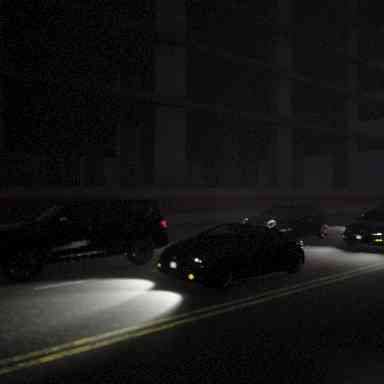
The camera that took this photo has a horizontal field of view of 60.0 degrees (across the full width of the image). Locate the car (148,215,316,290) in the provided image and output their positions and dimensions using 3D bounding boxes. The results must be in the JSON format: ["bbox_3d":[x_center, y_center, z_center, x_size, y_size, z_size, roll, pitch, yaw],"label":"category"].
[{"bbox_3d":[1.185,1.562,9.108,4.181,1.385,1.994,0,0,-35],"label":"car"}]

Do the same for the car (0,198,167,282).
[{"bbox_3d":[-3.370,1.220,10.165,5.566,2.045,2.150,0,0,-35],"label":"car"}]

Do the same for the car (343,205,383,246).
[{"bbox_3d":[8.439,1.501,14.277,4.892,1.490,1.837,0,0,-35],"label":"car"}]

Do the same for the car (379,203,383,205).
[{"bbox_3d":[13.030,1.499,21.855,4.892,1.490,1.837,0,0,-35],"label":"car"}]

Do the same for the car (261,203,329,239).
[{"bbox_3d":[4.410,1.348,15.717,4.553,1.767,2.097,0,0,-35],"label":"car"}]
